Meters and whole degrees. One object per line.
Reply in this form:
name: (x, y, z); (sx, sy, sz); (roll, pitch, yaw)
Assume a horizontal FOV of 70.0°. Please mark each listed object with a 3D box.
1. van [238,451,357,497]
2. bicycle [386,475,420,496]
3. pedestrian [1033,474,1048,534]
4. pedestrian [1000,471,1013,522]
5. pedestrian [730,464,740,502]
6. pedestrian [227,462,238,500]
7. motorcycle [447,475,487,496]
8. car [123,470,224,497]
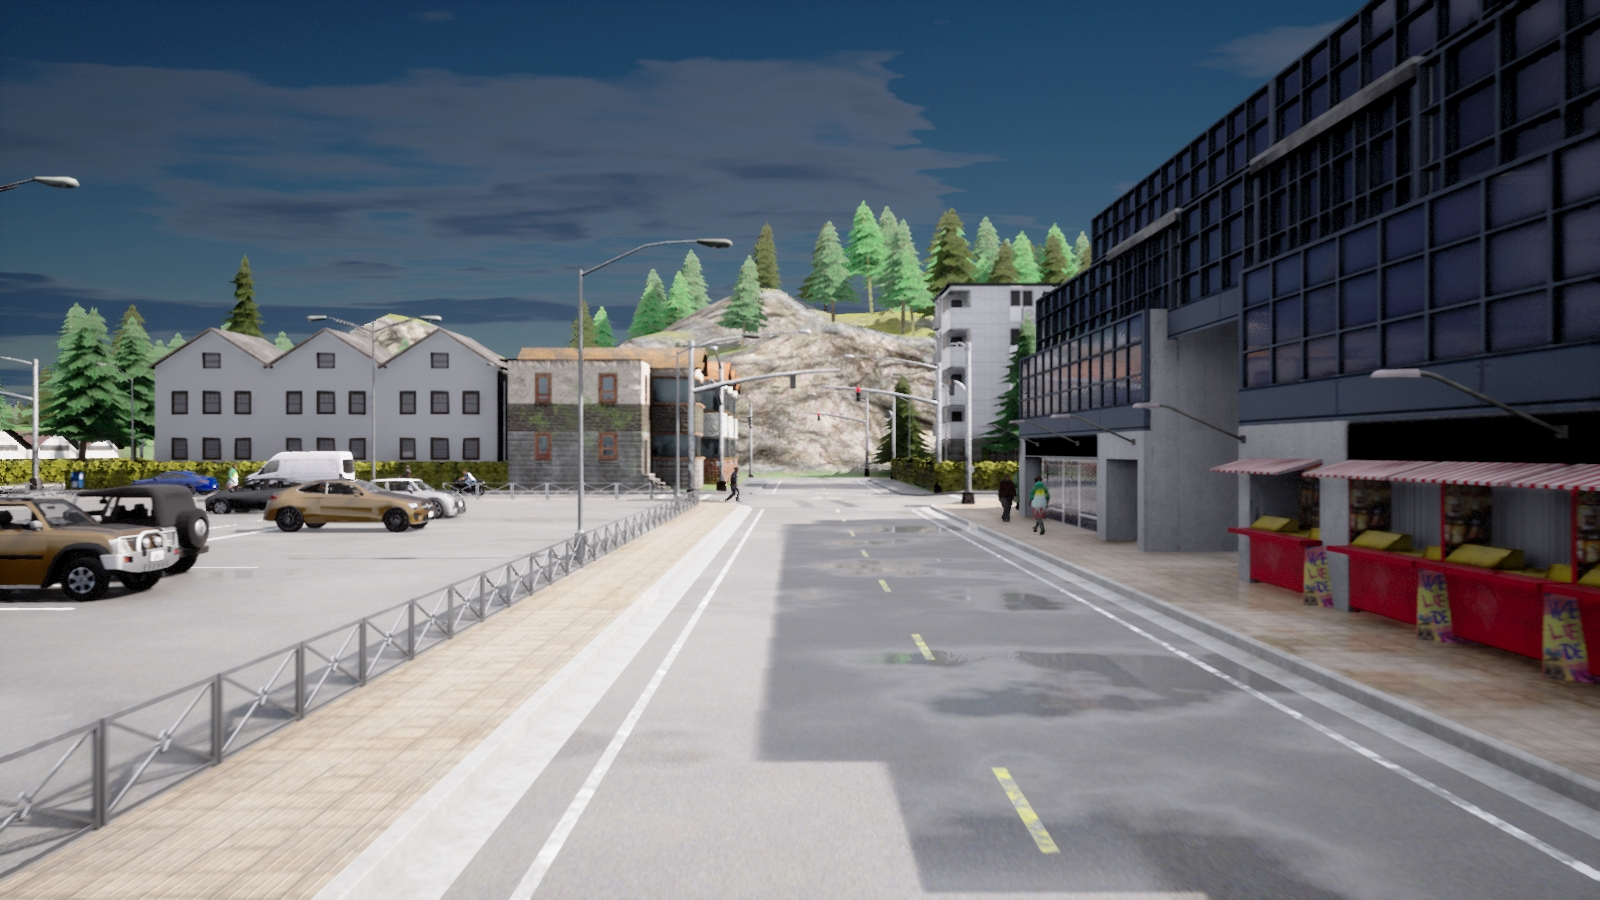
van: (-28.561, 1.344, 65.070); (5.915, 2.561, 1.988); (0, 0, 0)
bicycle: (-22.633, 2.020, 65.116); (1.835, 1.171, 0.329); (0, 0, 0)
pedestrian: (7.512, 1.678, 35.707); (0.375, 1.860, 0.375); (0, 0, -5)
pedestrian: (7.472, 1.680, 41.394); (0.375, 1.860, 0.375); (0, 0, -7)
pedestrian: (-3.215, 1.642, 56.325); (0.375, 1.860, 0.375); (0, 0, 16)
pedestrian: (-27.881, 1.522, 56.121); (0.375, 1.860, 0.375); (0, 0, 5)
motorcycle: (-18.941, 2.022, 65.060); (2.033, 1.145, 0.803); (0, 0, 0)
car: (-35.664, 1.891, 65.104); (4.674, 1.442, 2.002); (0, 0, 0)
